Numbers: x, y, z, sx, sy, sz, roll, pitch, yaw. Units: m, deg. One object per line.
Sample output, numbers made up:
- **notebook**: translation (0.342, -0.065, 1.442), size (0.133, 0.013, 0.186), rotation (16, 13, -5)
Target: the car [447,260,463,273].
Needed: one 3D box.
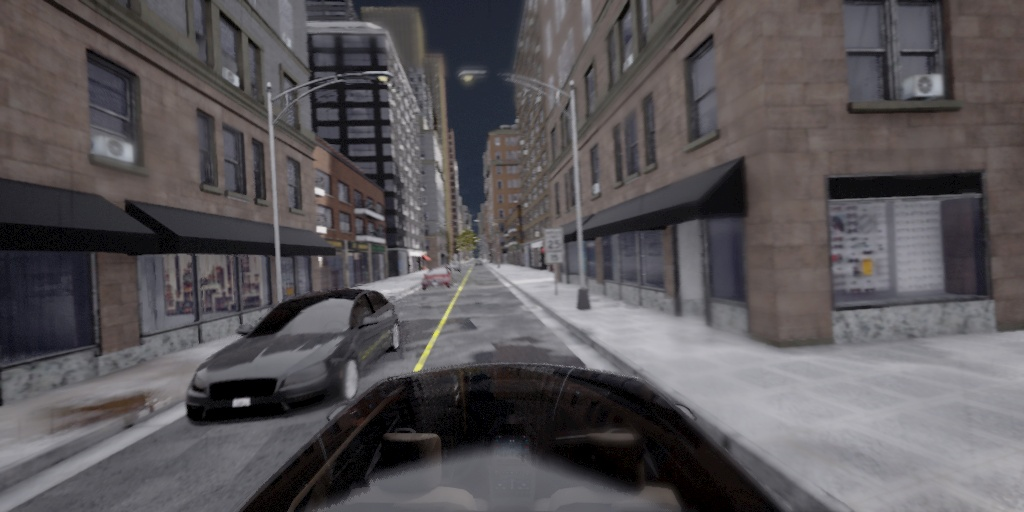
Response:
- **car**: translation (-6.637, 1.192, 40.960), size (1.837, 1.490, 4.892), rotation (-3, 0, -6)

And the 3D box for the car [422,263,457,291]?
- **car**: translation (-5.194, 1.535, 25.404), size (1.812, 1.442, 4.674), rotation (-3, 0, -5)

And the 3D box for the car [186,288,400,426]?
- **car**: translation (-3.369, 1.427, 6.551), size (1.837, 1.490, 4.892), rotation (-3, 1, -6)
